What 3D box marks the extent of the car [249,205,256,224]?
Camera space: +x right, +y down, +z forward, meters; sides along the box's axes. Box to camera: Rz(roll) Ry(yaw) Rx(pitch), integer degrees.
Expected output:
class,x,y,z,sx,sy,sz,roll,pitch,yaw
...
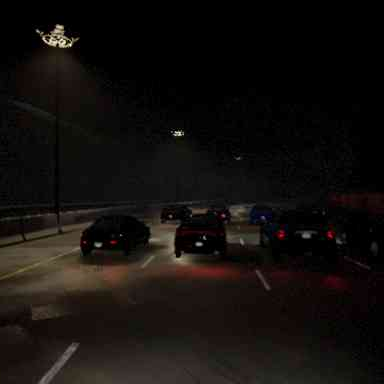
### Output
class,x,y,z,sx,sy,sz,roll,pitch,yaw
car,5.689,1.750,27.102,1.882,1.535,5.008,0,0,10

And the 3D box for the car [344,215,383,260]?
class,x,y,z,sx,sy,sz,roll,pitch,yaw
car,7.414,1.643,12.926,1.837,1.490,4.892,0,0,5

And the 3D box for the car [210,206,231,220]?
class,x,y,z,sx,sy,sz,roll,pitch,yaw
car,2.142,1.817,27.219,2.033,1.411,5.357,0,-1,10

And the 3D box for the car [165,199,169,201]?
class,x,y,z,sx,sy,sz,roll,pitch,yaw
car,-5.682,2.380,80.815,1.895,1.301,4.718,0,-1,26

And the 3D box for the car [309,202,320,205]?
class,x,y,z,sx,sy,sz,roll,pitch,yaw
car,9.062,1.616,26.129,2.097,1.767,4.553,0,-1,10

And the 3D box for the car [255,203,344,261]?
class,x,y,z,sx,sy,sz,roll,pitch,yaw
car,3.903,1.482,12.980,2.097,1.767,4.553,0,-1,5

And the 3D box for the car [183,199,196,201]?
class,x,y,z,sx,sy,sz,roll,pitch,yaw
car,0.442,2.275,77.409,2.128,1.511,4.902,0,-1,26

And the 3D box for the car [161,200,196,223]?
class,x,y,z,sx,sy,sz,roll,pitch,yaw
car,-1.212,1.754,28.277,1.882,1.535,5.008,0,0,10

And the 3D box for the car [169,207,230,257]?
class,x,y,z,sx,sy,sz,roll,pitch,yaw
car,0.452,1.613,13.628,1.882,1.535,5.008,0,0,5

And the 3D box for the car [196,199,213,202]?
class,x,y,z,sx,sy,sz,roll,pitch,yaw
car,3.495,2.280,75.693,2.033,1.411,5.357,0,-1,26

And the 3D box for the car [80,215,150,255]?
class,x,y,z,sx,sy,sz,roll,pitch,yaw
car,-3.048,1.659,13.797,1.812,1.442,4.674,0,0,5
